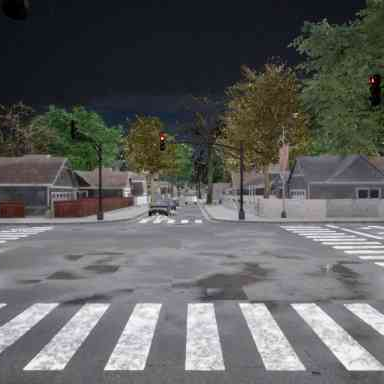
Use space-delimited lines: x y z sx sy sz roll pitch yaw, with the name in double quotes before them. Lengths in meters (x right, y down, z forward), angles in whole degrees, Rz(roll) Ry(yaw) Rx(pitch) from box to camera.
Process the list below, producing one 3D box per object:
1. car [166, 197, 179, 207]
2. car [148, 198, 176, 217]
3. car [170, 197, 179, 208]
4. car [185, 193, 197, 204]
"car" -3.024 1.568 52.977 1.812 1.442 4.674 0 0 0
"car" -3.042 1.567 32.281 2.033 1.411 5.357 0 0 1
"car" -3.006 1.594 42.727 1.994 1.385 4.181 0 0 0
"car" -0.183 1.278 62.947 2.150 2.045 5.566 0 0 0
